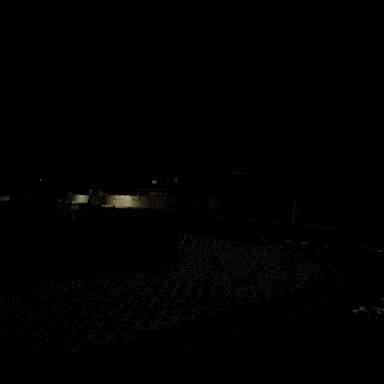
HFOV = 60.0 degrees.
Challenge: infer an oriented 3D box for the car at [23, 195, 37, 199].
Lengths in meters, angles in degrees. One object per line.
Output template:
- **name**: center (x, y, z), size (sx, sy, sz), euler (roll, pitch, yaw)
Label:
- **car**: center (-38.320, 1.416, 79.460), size (2.033, 1.411, 5.357), euler (0, 0, -35)
